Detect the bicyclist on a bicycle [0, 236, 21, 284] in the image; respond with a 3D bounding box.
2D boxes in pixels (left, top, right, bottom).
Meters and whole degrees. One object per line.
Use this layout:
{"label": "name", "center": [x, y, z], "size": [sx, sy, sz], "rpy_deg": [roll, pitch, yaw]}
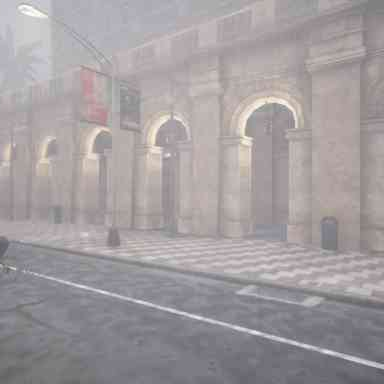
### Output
{"label": "bicyclist on a bicycle", "center": [-4.782, 1.452, 7.683], "size": [0.582, 1.620, 1.656], "rpy_deg": [0, 2, 36]}
